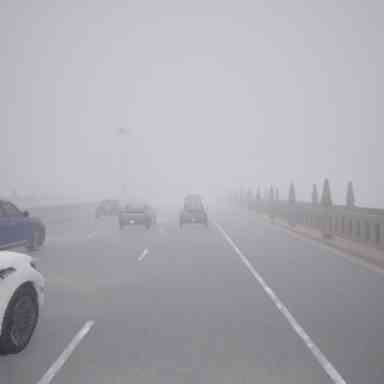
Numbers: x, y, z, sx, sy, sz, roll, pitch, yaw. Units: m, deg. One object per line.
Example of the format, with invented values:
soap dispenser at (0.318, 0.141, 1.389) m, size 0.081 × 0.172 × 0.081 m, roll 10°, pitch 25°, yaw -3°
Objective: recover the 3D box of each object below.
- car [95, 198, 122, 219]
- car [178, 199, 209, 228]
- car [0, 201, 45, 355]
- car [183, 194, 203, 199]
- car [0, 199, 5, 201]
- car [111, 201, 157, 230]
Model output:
car at (-6.899, 1.371, 29.206) m, size 2.097 × 1.767 × 4.553 m, roll 0°, pitch 0°, yaw 0°
car at (0.100, 1.507, 22.613) m, size 2.128 × 1.511 × 4.902 m, roll 0°, pitch 0°, yaw 0°
car at (-3.412, 1.223, 2.929) m, size 2.150 × 2.045 × 5.566 m, roll 0°, pitch 0°, yaw 0°
car at (0.105, 1.250, 40.690) m, size 2.150 × 2.045 × 5.566 m, roll 0°, pitch 0°, yaw 0°
car at (-6.888, 1.228, 10.803) m, size 2.150 × 2.045 × 5.566 m, roll 0°, pitch 0°, yaw 0°
car at (-3.400, 1.505, 21.384) m, size 2.128 × 1.511 × 4.902 m, roll 0°, pitch 0°, yaw 0°
